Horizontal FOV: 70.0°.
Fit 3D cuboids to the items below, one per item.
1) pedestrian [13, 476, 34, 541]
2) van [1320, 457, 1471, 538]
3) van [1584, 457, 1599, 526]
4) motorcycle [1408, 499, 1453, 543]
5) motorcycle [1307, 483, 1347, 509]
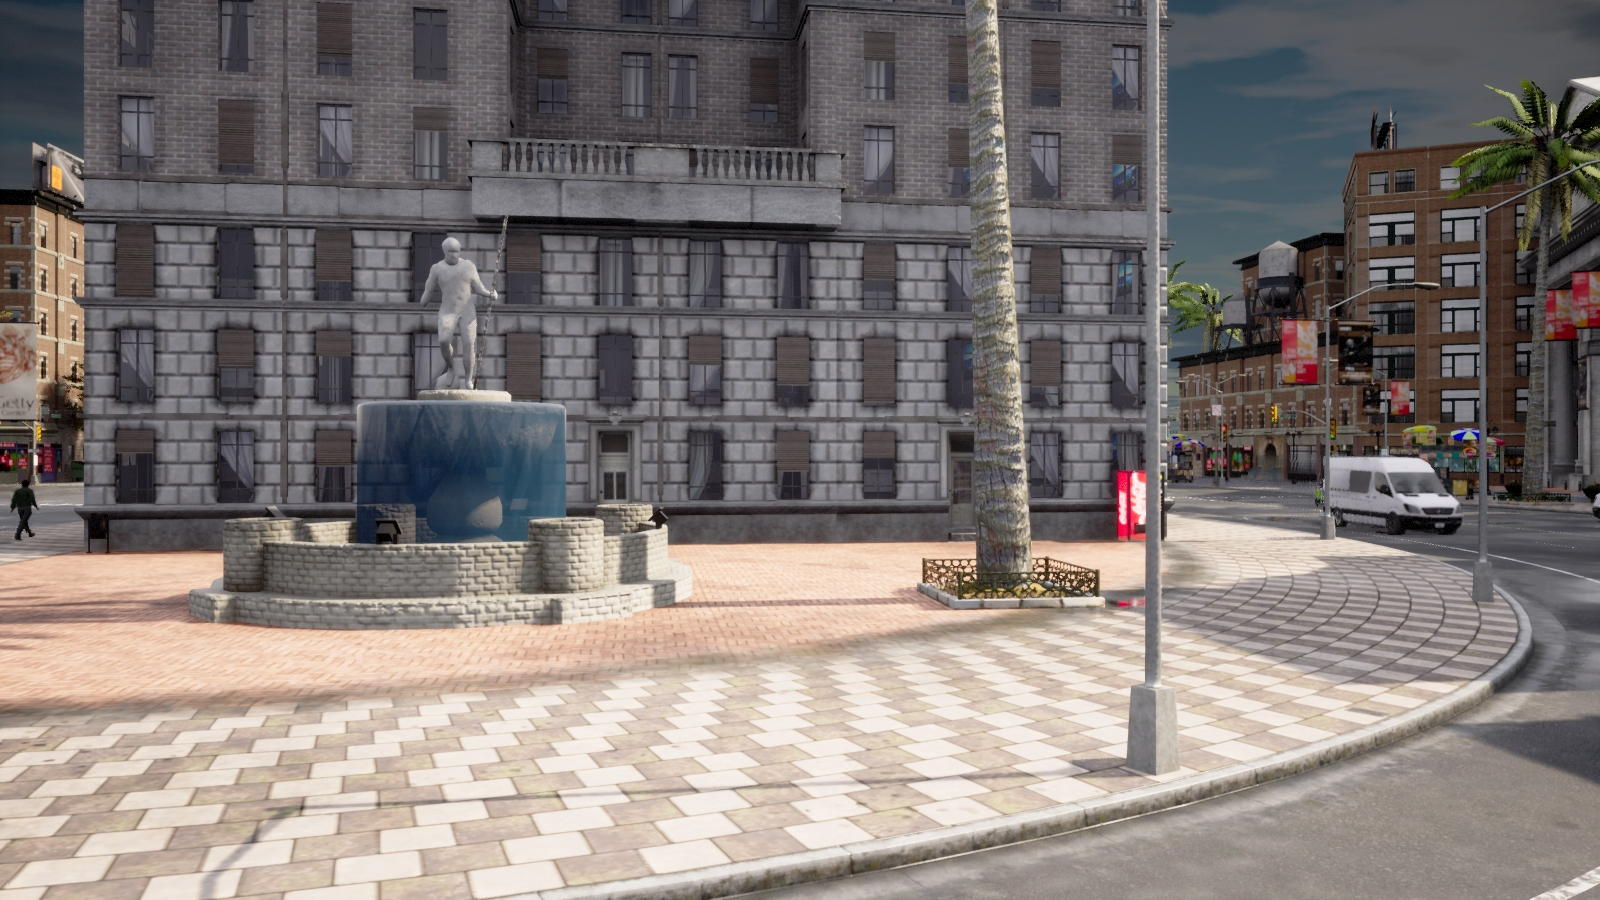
[{"bbox_3d":[-22.642,1.697,33.307,0.375,1.860,0.375,0,0,-6],"label":"pedestrian"},{"bbox_3d":[20.401,1.534,39.489,1.988,2.561,5.915,0,0,-2],"label":"van"},{"bbox_3d":[30.625,1.534,40.062,1.988,2.561,5.915,0,0,-2],"label":"van"},{"bbox_3d":[19.530,2.180,35.432,0.856,1.236,1.805,-2,0,18],"label":"motorcycle"},{"bbox_3d":[25.547,2.213,55.422,0.803,1.145,2.033,0,0,-7],"label":"motorcycle"}]
